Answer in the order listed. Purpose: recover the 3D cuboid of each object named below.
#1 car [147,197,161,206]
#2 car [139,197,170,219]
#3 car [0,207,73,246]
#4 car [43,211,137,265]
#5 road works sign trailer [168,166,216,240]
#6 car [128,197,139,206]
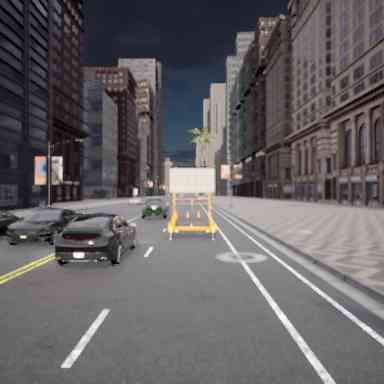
[{"bbox_3d":[-6.548,1.580,57.889,1.812,1.442,4.674,0,0,0],"label":"car"},{"bbox_3d":[-3.147,1.373,29.687,2.097,1.767,4.553,0,0,0],"label":"car"},{"bbox_3d":[-6.598,1.487,15.510,1.882,1.535,5.008,0,0,0],"label":"car"},{"bbox_3d":[-3.149,1.512,11.674,1.837,1.490,4.892,0,0,0],"label":"car"},{"bbox_3d":[0.001,0.475,16.963,2.380,3.560,2.880,0,0,0],"label":"road works sign trailer"},{"bbox_3d":[-9.798,1.580,57.890,1.812,1.442,4.674,0,0,0],"label":"car"}]
